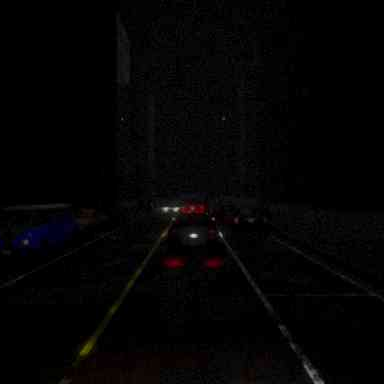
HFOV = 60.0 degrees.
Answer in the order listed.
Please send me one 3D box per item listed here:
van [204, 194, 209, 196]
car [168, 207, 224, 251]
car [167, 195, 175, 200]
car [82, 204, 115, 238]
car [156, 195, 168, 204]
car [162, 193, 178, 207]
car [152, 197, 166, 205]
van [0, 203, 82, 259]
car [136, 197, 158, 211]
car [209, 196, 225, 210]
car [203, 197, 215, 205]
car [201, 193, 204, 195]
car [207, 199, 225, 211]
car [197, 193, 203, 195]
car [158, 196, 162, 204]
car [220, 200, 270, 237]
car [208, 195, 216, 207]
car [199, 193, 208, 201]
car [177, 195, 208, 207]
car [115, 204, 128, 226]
[{"bbox_3d":[2.844,1.337,46.182,1.690,1.788,3.998,0,0,0],"label":"van"},{"bbox_3d":[0.070,1.561,14.073,1.994,1.385,4.181,0,0,0],"label":"car"},{"bbox_3d":[-5.687,1.544,91.367,1.887,1.381,4.507,0,0,0],"label":"car"},{"bbox_3d":[-5.675,1.522,17.762,1.752,1.417,4.829,0,0,0],"label":"car"},{"bbox_3d":[-5.684,1.437,63.123,1.967,1.590,4.097,0,0,0],"label":"car"},{"bbox_3d":[-3.090,1.218,50.524,2.150,2.045,5.566,0,0,0],"label":"car"},{"bbox_3d":[-5.682,1.548,57.474,2.008,1.369,4.403,0,0,0],"label":"car"},{"bbox_3d":[-5.676,1.338,12.284,1.690,1.788,3.998,0,0,0],"label":"van"},{"bbox_3d":[-5.679,1.562,40.527,1.947,1.339,4.313,0,0,0],"label":"car"},{"bbox_3d":[2.847,1.436,29.236,1.967,1.590,4.097,0,0,0],"label":"car"},{"bbox_3d":[2.843,1.542,57.479,1.887,1.381,4.507,0,0,0],"label":"car"},{"bbox_3d":[2.843,1.437,51.831,1.967,1.590,4.097,0,0,0],"label":"car"},{"bbox_3d":[2.846,1.541,40.533,1.887,1.381,4.507,0,0,0],"label":"car"},{"bbox_3d":[2.339,1.455,71.193,1.801,1.575,5.366,0,0,0],"label":"car"},{"bbox_3d":[-5.680,1.541,46.176,1.887,1.381,4.507,0,0,0],"label":"car"},{"bbox_3d":[2.849,1.437,17.940,1.967,1.590,4.097,0,0,0],"label":"car"},{"bbox_3d":[2.846,1.436,34.885,1.967,1.590,4.097,0,0,0],"label":"car"},{"bbox_3d":[2.837,1.315,85.722,2.192,1.841,5.009,0,0,0],"label":"car"},{"bbox_3d":[0.066,1.347,28.693,2.097,1.767,4.553,0,0,0],"label":"car"},{"bbox_3d":[-5.677,1.562,23.581,1.947,1.339,4.313,0,0,0],"label":"car"}]
